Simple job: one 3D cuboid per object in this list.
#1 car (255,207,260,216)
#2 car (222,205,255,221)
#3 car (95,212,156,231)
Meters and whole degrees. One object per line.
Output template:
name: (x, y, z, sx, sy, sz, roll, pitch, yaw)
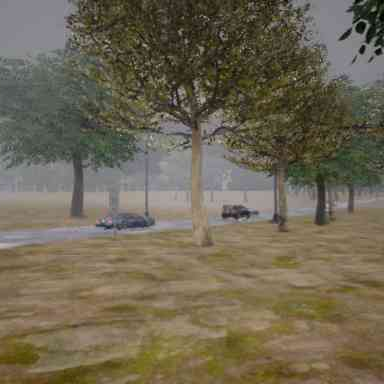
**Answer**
car: (9.659, 3.203, 55.925, 2.097, 1.767, 4.553, -2, -2, 33)
car: (5.894, 2.668, 43.719, 2.150, 2.045, 5.566, -2, -3, 33)
car: (-5.201, 2.311, 26.641, 2.033, 1.411, 5.357, -2, -3, 33)
